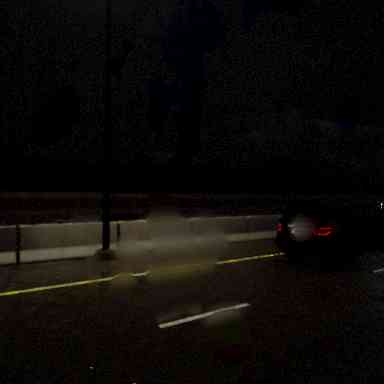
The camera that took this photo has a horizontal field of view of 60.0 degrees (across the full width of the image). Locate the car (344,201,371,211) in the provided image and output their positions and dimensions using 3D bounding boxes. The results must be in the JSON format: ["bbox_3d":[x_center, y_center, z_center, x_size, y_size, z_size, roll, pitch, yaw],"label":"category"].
[{"bbox_3d":[26.766,2.159,53.649,4.902,1.511,2.128,1,-1,-39],"label":"car"}]

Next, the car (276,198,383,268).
[{"bbox_3d":[5.462,1.366,12.026,5.566,2.045,2.150,1,0,-35],"label":"car"}]
